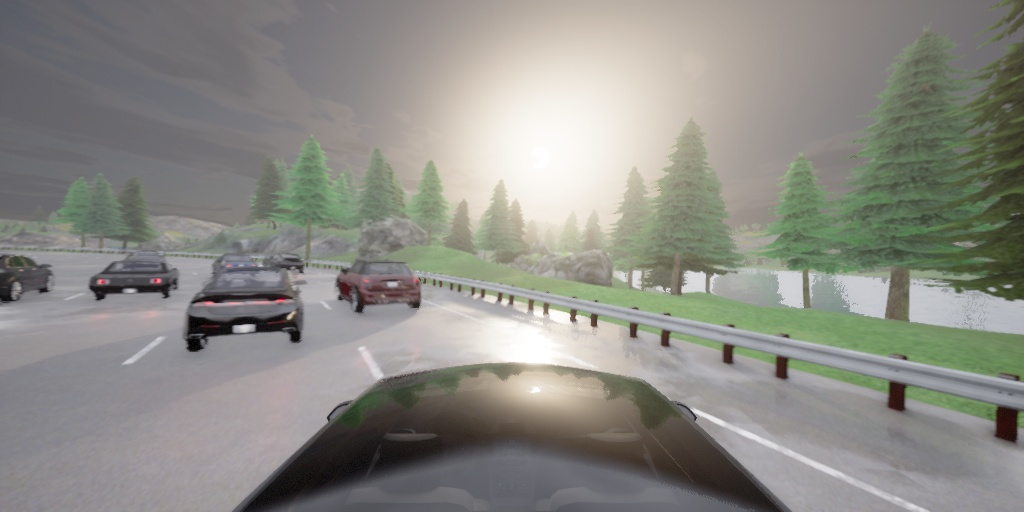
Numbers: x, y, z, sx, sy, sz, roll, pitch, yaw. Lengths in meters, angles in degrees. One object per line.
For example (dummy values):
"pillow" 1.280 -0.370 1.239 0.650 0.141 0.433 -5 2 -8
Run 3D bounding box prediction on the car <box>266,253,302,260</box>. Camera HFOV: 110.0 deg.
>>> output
"car" -17.459 0.512 27.387 4.892 1.490 1.837 2 0 43

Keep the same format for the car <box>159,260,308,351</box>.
"car" -5.950 1.003 8.323 2.128 1.511 4.902 2 0 -32

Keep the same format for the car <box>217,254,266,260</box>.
"car" -17.824 0.573 23.033 5.357 1.411 2.033 2 1 45

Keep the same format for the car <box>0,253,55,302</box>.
"car" -16.991 0.635 11.670 1.837 1.490 4.892 2 0 -39

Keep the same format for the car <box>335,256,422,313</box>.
"car" -4.970 0.863 13.055 2.097 1.767 4.553 2 0 -35

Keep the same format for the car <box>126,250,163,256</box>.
"car" -26.652 0.282 26.090 4.181 1.385 1.994 2 0 39

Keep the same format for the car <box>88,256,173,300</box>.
"car" -13.987 0.815 13.580 1.895 1.301 4.718 2 0 -39
